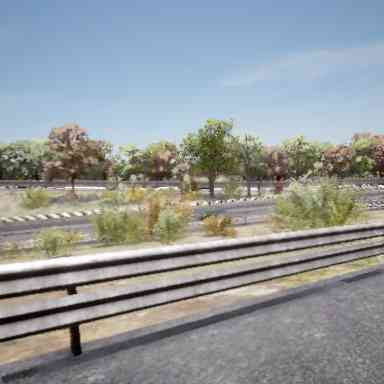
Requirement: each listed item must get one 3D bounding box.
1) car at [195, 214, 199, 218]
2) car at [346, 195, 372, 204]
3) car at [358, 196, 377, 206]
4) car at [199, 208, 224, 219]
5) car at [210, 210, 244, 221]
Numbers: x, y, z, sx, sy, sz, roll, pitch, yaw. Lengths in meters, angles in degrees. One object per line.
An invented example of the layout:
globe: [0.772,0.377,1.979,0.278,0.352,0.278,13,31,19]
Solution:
car: [3.336,4.039,59.809,5.357,1.411,2.033,-4,3,-21]
car: [36.264,1.667,72.225,5.357,1.411,2.033,-4,3,-20]
car: [33.491,2.137,63.717,5.008,1.535,1.882,-4,3,-20]
car: [4.637,3.790,56.552,5.566,2.045,2.150,-4,3,-21]
car: [5.942,4.117,53.308,5.008,1.535,1.882,-4,3,-21]
